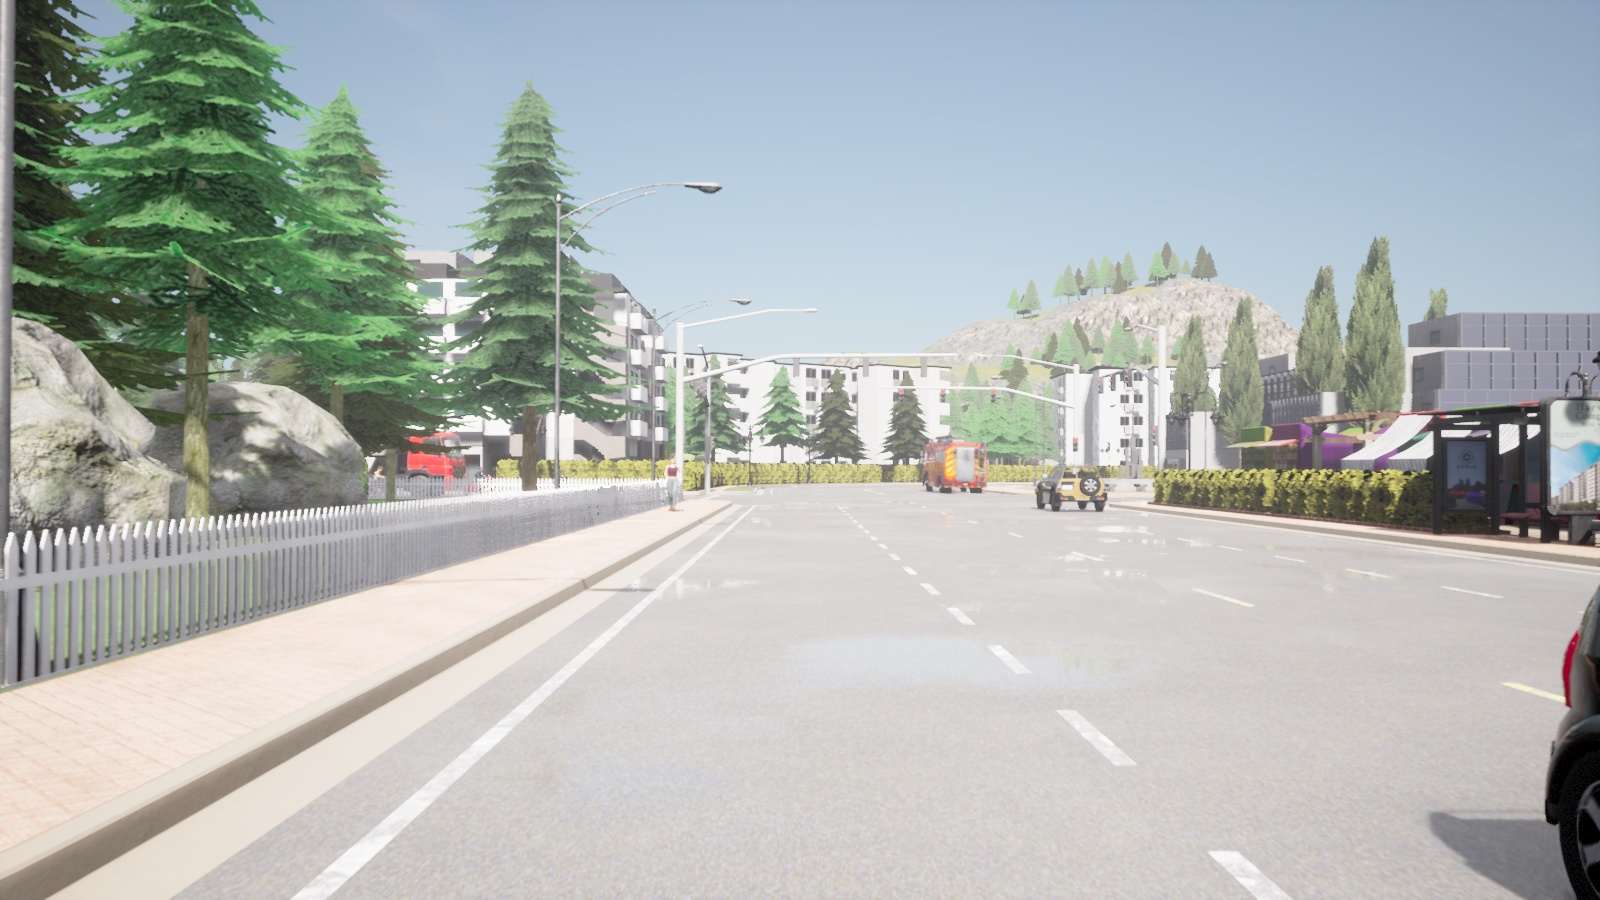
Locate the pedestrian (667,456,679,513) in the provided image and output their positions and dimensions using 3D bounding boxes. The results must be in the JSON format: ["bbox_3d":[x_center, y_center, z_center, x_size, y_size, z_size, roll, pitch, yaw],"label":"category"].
[{"bbox_3d":[-4.096,1.100,40.500,0.345,1.836,0.594,0,-1,0],"label":"pedestrian"}]

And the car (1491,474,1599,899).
[{"bbox_3d":[3.492,0.822,2.841,1.789,1.549,3.705,0,-1,0],"label":"car"}]

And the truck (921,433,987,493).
[{"bbox_3d":[10.391,0.901,85.637,2.891,3.827,8.468,0,-1,-4],"label":"truck"}]

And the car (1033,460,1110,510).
[{"bbox_3d":[10.379,1.319,48.341,1.932,1.855,4.605,0,-1,0],"label":"car"}]

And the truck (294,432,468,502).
[{"bbox_3d":[-21.317,0.887,64.227,7.936,3.462,2.891,0,-1,1],"label":"truck"}]
